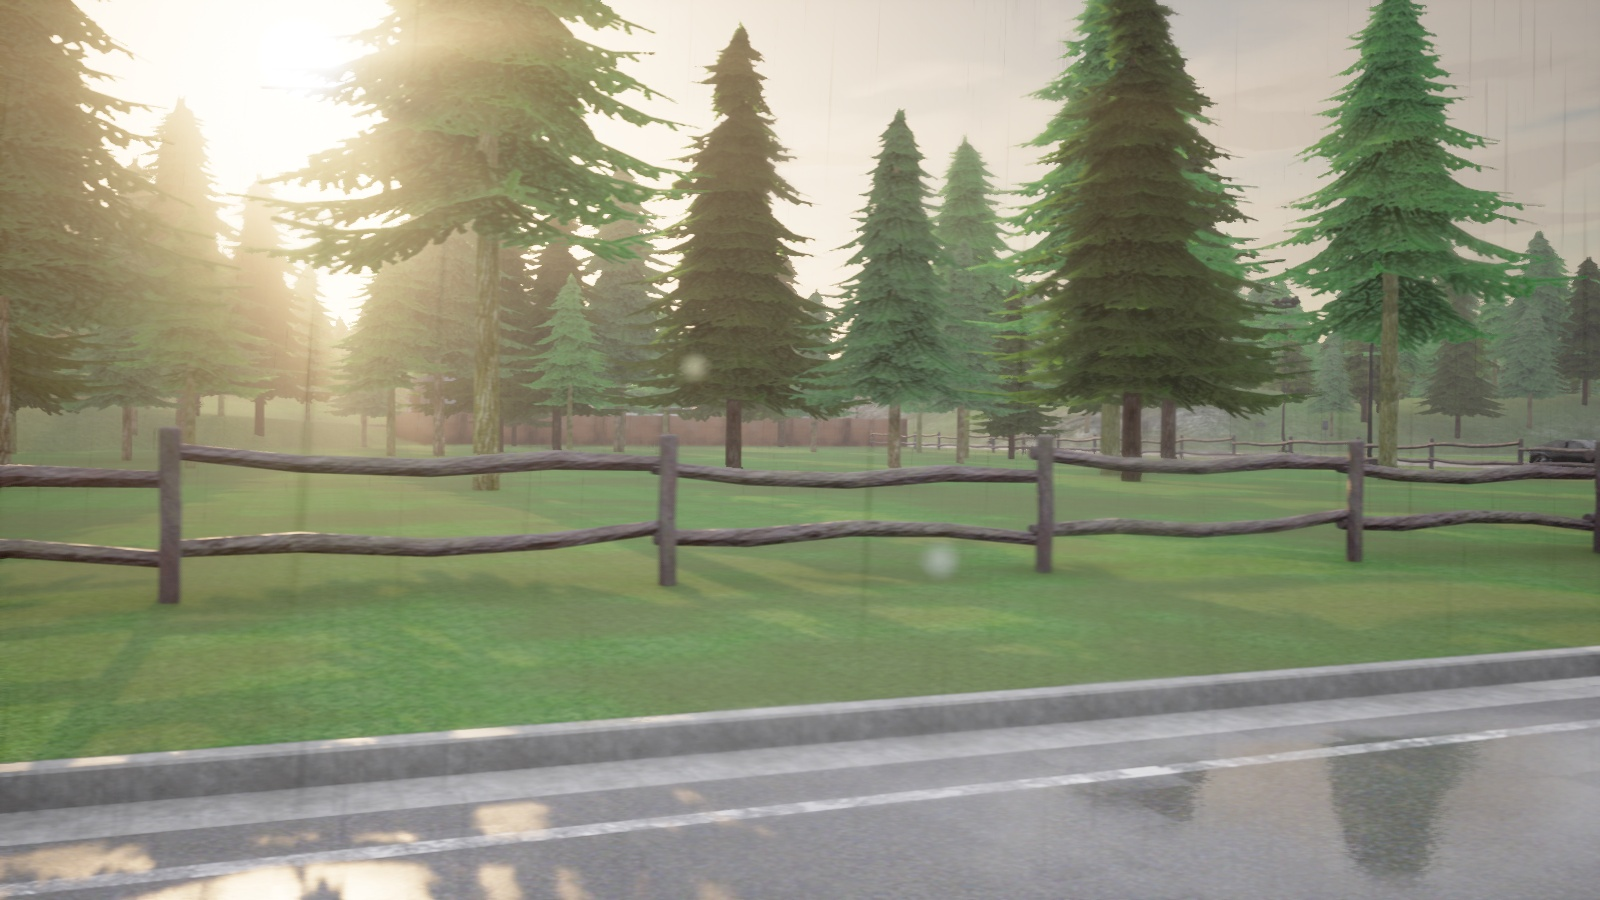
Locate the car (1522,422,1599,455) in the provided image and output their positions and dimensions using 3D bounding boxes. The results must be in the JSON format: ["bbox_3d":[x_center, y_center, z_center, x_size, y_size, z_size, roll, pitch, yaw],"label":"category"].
[{"bbox_3d":[36.274,-0.536,58.026,2.163,1.488,4.792,-1,1,-21],"label":"car"}]
